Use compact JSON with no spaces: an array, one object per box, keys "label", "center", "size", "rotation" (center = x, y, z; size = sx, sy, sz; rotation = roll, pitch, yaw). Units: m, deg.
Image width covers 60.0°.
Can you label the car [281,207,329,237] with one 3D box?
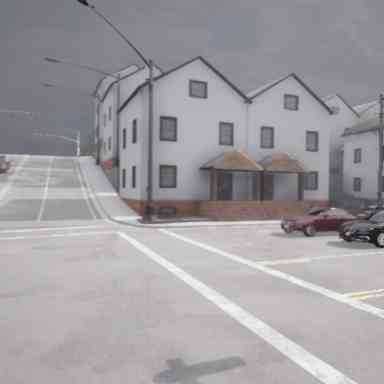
[{"label":"car","center":[7.051,1.544,18.034],"size":[4.674,1.442,1.812],"rotation":[1,0,-22]}]

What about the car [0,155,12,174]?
[{"label":"car","center":[-22.390,-3.287,38.665],"size":[2.097,1.767,4.553],"rotation":[1,14,-21]}]

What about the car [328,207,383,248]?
[{"label":"car","center":[8.869,1.554,14.984],"size":[4.892,1.490,1.837],"rotation":[1,0,-21]}]
